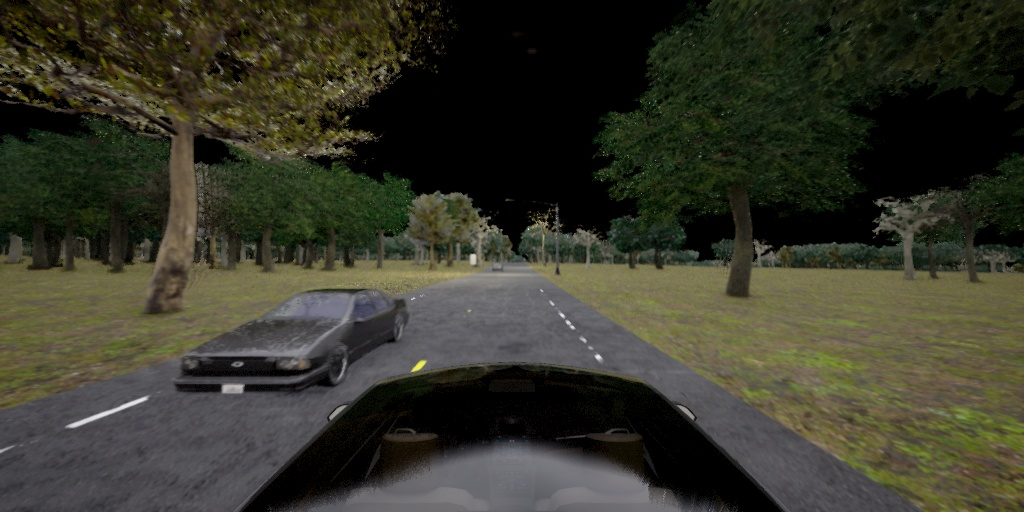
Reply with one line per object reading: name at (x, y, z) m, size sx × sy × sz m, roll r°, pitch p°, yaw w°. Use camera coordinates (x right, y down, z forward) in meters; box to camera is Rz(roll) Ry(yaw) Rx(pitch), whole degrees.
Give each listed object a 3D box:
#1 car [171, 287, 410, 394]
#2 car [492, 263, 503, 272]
car at (-3.607, 1.369, 7.308) m, size 2.033 × 1.411 × 5.357 m, roll 0°, pitch -1°, yaw 0°
car at (-2.501, 2.060, 62.925) m, size 1.837 × 1.490 × 4.892 m, roll 0°, pitch -1°, yaw 2°
